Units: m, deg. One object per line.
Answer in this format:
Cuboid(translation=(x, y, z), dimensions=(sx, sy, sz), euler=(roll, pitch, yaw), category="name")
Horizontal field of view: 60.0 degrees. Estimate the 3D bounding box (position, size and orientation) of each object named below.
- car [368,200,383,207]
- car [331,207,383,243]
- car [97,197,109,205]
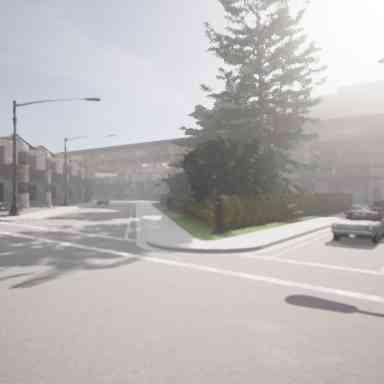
Cuboid(translation=(14.227, 1.365, 24.501), dimensions=(2.097, 1.767, 4.553), euler=(0, 0, 36), category="car")
Cuboid(translation=(8.262, 1.604, 16.290), dimensions=(1.895, 1.301, 4.718), euler=(0, 0, 36), category="car")
Cuboid(translation=(-15.905, 1.648, 59.354), dimensions=(2.033, 1.411, 5.357), euler=(0, 0, -10), category="car")
